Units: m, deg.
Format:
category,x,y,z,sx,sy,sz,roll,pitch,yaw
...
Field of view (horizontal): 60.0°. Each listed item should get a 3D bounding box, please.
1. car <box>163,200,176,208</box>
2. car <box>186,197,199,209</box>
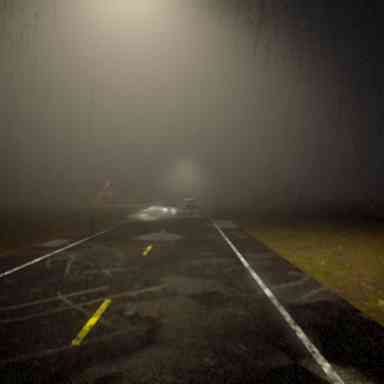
category,x,y,z,sx,sy,sz,roll,pitch,yaw
car,-3.635,1.927,54.227,1.895,1.301,4.718,0,0,0
car,0.030,1.910,51.420,1.895,1.301,4.718,0,0,0
